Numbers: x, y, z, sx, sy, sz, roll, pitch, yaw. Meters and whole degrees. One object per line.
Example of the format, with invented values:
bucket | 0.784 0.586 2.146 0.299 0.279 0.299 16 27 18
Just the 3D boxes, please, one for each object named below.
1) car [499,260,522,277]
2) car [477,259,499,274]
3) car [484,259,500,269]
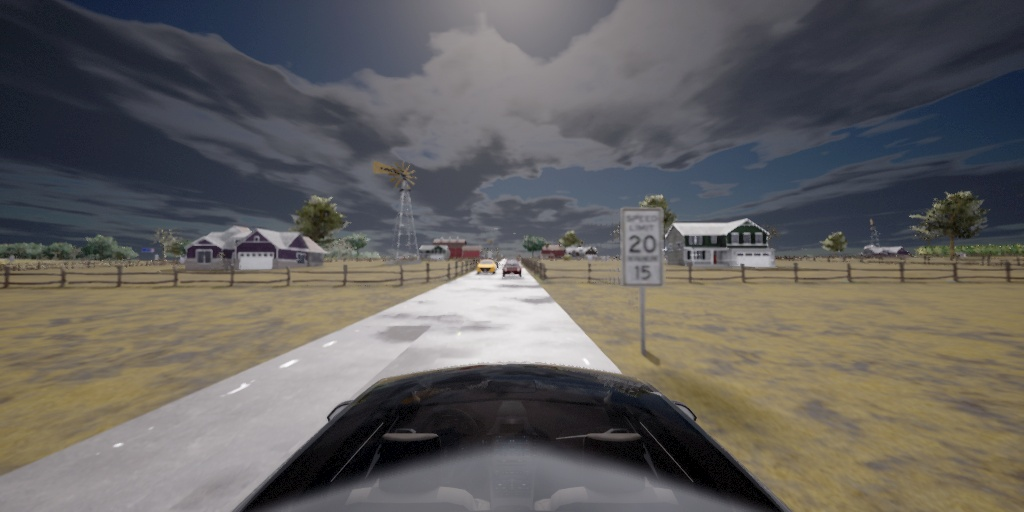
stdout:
car | 0.009 1.281 34.822 1.895 1.301 4.718 0 0 0
car | -2.741 1.145 39.271 1.882 1.535 5.008 0 0 0
car | -2.738 1.039 50.060 1.895 1.301 4.718 0 0 0
